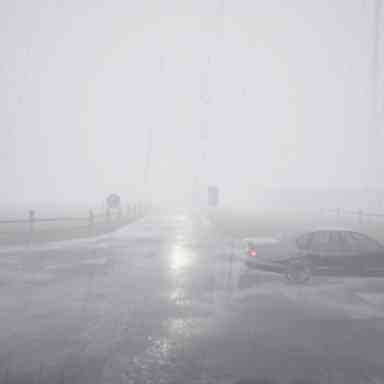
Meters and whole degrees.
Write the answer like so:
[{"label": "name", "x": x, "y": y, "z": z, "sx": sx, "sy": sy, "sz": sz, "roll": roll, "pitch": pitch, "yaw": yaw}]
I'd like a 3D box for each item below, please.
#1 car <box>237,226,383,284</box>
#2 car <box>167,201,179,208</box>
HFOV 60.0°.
[{"label": "car", "x": 4.027, "y": 1.709, "z": 9.442, "sx": 5.357, "sy": 1.411, "sz": 2.033, "roll": 1, "pitch": -1, "yaw": -1}, {"label": "car", "x": -3.438, "y": 2.269, "z": 61.252, "sx": 1.994, "sy": 1.385, "sz": 4.181, "roll": 0, "pitch": -1, "yaw": -1}]
